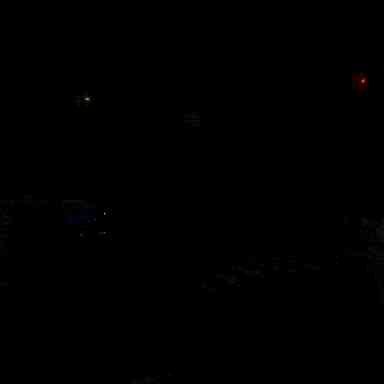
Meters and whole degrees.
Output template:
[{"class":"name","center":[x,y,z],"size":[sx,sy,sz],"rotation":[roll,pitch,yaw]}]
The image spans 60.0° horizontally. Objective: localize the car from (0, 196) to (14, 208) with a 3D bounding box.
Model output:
[{"class":"car","center":[-28.917,1.689,51.784],"size":[2.008,1.369,4.403],"rotation":[1,-1,-34]}]

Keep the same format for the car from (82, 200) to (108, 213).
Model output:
[{"class":"car","center":[-12.624,1.819,42.997],"size":[1.752,1.417,4.829],"rotation":[1,-1,-34]}]

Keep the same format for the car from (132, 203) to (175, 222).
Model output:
[{"class":"car","center":[-3.214,1.785,29.145],"size":[1.887,1.381,4.507],"rotation":[1,-1,-34]}]

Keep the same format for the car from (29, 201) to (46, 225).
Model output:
[{"class":"car","center":[-10.301,1.576,24.356],"size":[1.887,1.381,4.507],"rotation":[1,-1,-34]}]

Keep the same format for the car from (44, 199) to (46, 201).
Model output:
[{"class":"car","center":[-22.564,1.337,47.380],"size":[2.150,2.045,5.566],"rotation":[2,-1,-34]}]

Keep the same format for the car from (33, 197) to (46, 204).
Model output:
[{"class":"car","center":[-34.261,1.859,74.852],"size":[1.967,1.590,4.097],"rotation":[1,-1,-34]}]

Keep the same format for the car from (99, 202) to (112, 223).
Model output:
[{"class":"car","center":[-8.367,1.703,26.451],"size":[1.895,1.301,4.718],"rotation":[2,-1,-34]}]

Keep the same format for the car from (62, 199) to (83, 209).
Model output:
[{"class":"car","center":[-18.738,1.873,51.997],"size":[1.887,1.381,4.507],"rotation":[1,-1,-34]}]

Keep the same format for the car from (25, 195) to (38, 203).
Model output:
[{"class":"car","center":[-40.469,1.771,83.994],"size":[2.192,1.841,5.009],"rotation":[1,-1,-34]}]

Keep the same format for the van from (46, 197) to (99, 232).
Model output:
[{"class":"van","center":[-7.194,1.356,19.787],"size":[1.690,1.788,3.998],"rotation":[1,-1,-34]}]

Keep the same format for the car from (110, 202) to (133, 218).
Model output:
[{"class":"car","center":[-6.319,1.802,33.715],"size":[1.887,1.381,4.507],"rotation":[1,-1,-34]}]

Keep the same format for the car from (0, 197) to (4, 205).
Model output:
[{"class":"car","center":[-38.130,1.718,65.358],"size":[1.752,1.417,4.829],"rotation":[1,-1,-34]}]

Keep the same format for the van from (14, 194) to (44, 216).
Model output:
[{"class":"van","center":[-16.503,1.408,33.501],"size":[1.690,1.788,3.998],"rotation":[1,-1,-34]}]

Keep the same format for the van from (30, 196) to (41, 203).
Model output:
[{"class":"van","center":[-37.364,1.779,79.423],"size":[1.690,1.788,3.998],"rotation":[1,-1,-34]}]

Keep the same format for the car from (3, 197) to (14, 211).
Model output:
[{"class":"car","center":[-22.712,1.684,42.641],"size":[1.802,1.307,4.206],"rotation":[1,-1,-34]}]

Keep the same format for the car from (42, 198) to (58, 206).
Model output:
[{"class":"car","center":[-28.053,1.934,65.709],"size":[2.008,1.369,4.403],"rotation":[1,-1,-34]}]
